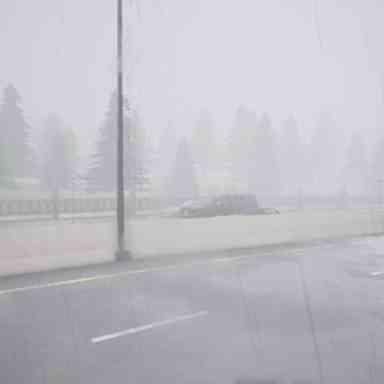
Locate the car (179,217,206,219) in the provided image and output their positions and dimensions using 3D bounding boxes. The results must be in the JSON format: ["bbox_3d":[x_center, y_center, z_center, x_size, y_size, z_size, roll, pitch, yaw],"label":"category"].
[{"bbox_3d":[1.784,1.164,21.090,5.566,2.045,2.150,0,0,-27],"label":"car"}]

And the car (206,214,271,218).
[{"bbox_3d":[3.396,1.529,17.985,4.718,1.301,1.895,0,0,-27],"label":"car"}]
